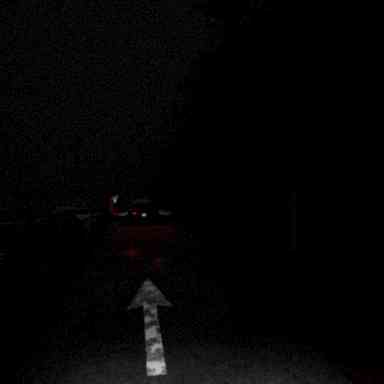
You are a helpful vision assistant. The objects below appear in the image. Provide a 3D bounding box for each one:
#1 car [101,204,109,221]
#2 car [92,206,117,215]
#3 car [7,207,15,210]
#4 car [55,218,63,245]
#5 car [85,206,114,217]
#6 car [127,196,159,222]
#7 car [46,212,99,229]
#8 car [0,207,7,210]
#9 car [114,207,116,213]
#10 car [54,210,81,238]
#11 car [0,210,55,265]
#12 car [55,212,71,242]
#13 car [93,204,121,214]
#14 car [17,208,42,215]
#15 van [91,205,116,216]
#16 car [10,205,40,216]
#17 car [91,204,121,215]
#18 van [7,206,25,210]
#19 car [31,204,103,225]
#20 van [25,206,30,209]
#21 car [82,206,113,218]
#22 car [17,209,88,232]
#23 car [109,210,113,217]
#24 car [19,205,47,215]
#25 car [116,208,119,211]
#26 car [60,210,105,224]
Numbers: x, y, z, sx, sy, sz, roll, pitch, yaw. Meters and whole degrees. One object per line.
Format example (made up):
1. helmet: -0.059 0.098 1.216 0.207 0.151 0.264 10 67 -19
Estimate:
1. car: -12.673 2.648 37.203 5.566 2.045 2.435 1 -2 -29
2. car: -17.584 3.664 67.001 4.553 1.767 2.185 1 -2 -29
3. car: -32.940 3.725 55.774 4.892 1.521 2.231 -1 -1 -30
4. car: -9.252 2.274 16.318 4.892 1.521 2.231 1 -2 -29
5. car: -16.179 3.398 58.044 4.553 1.767 2.185 1 -2 -29
6. car: -3.072 0.996 20.942 1.812 1.442 4.674 -1 2 -9
7. car: -12.235 2.838 34.184 4.792 1.488 2.163 1 -2 -29
8. car: -32.488 3.512 52.839 4.553 1.767 2.185 -1 -2 -29
9. car: -14.643 3.005 49.127 5.566 2.045 2.435 1 -2 -29
10. car: -10.213 2.327 22.295 4.553 1.767 2.185 1 -2 -29
11. car: -8.749 1.933 13.365 5.566 2.045 2.435 1 -2 -29
12. car: -9.778 2.237 19.289 4.553 1.767 2.185 1 -2 -29
13. car: -18.582 3.716 72.978 5.566 2.045 2.435 1 -2 -29
14. car: -35.813 4.274 73.302 4.792 1.488 2.163 -1 -2 -30
15. van: -17.025 3.477 64.075 4.442 1.987 1.878 1 -2 -29
16. car: -35.331 3.906 70.384 5.566 2.045 2.435 -1 -2 -29
17. car: -18.125 3.626 69.953 5.566 2.045 2.435 1 -2 -29
18. van: -34.009 3.674 61.549 4.442 1.987 1.878 -1 -1 -29
19. car: -11.741 2.468 31.211 5.566 2.045 2.435 1 -2 -29
20. van: -34.489 3.760 64.467 4.442 1.987 1.878 -1 -1 -29
21. car: -15.678 3.309 55.057 4.553 1.767 2.185 1 -2 -29
22. car: -10.711 2.416 25.279 4.553 1.767 2.185 1 -2 -29
23. car: -13.715 2.826 43.138 5.566 2.045 2.435 1 -2 -29
24. car: -36.333 4.079 76.180 5.566 2.045 2.435 -1 -1 -29
25. car: -16.625 3.613 61.026 4.892 1.521 2.231 1 -2 -29
26. car: -13.207 2.989 40.168 4.892 1.521 2.231 1 -2 -29
